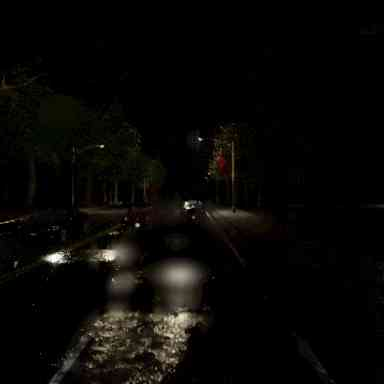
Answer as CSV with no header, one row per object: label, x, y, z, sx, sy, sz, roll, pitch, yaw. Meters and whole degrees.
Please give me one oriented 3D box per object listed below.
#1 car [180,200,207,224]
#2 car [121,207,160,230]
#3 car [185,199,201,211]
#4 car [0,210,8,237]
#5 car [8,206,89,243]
car,0.106,1.512,24.897,2.128,1.511,4.902,0,0,0
car,-3.144,1.617,21.407,1.895,1.301,4.718,0,0,0
car,0.111,1.652,42.461,1.994,1.385,4.181,0,0,0
car,-9.837,1.575,15.991,1.994,1.385,4.181,0,0,0
car,-6.587,1.489,16.322,1.882,1.535,5.008,0,0,0
